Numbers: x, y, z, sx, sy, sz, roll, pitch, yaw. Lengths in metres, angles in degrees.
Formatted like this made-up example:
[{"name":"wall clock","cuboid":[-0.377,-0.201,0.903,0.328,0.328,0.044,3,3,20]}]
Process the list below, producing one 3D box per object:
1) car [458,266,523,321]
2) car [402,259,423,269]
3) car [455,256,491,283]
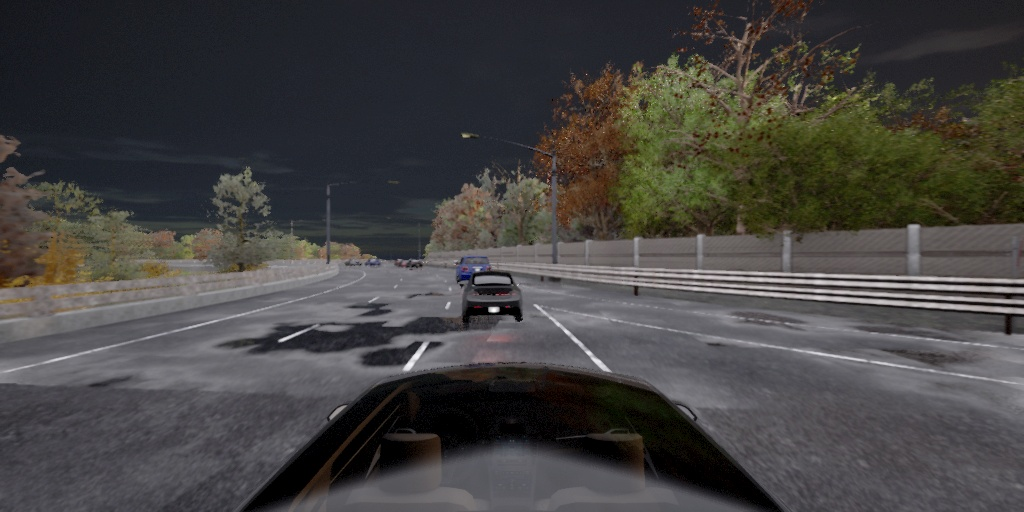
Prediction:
[{"name":"car","cuboid":[-0.749,1.263,12.502,1.837,1.490,4.892,0,0,-6]},{"name":"car","cuboid":[-16.197,1.314,59.328,1.882,1.535,5.008,0,0,-29]},{"name":"car","cuboid":[-2.817,0.994,25.828,2.150,2.045,5.566,0,0,-13]}]
